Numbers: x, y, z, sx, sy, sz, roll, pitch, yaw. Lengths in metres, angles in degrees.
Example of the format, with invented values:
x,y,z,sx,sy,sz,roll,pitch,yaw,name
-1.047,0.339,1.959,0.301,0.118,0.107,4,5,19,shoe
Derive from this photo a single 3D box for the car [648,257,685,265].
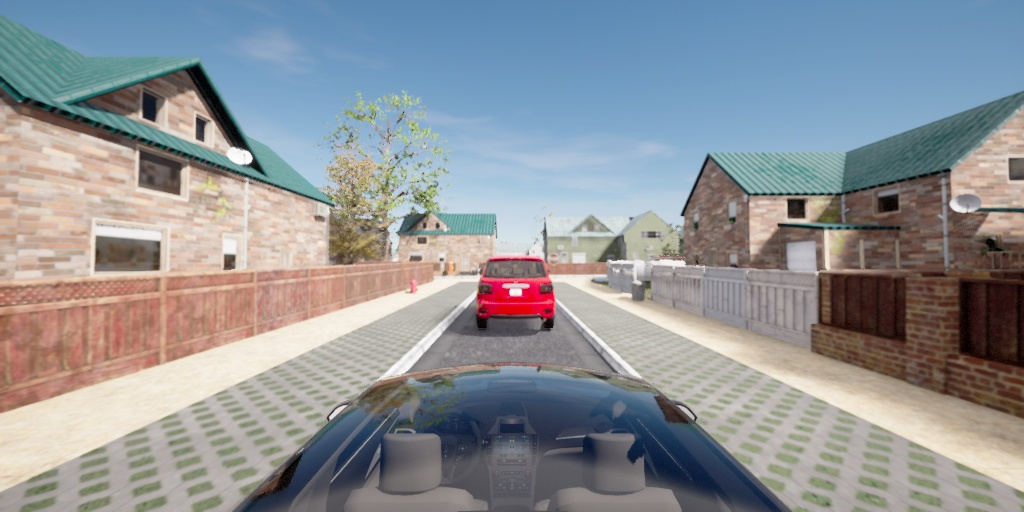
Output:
x,y,z,sx,sy,sz,roll,pitch,yaw,name
14.812,1.098,36.505,5.566,2.045,2.150,0,-2,1,car

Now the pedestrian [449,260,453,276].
x,y,z,sx,sy,sz,roll,pitch,yaw,name
-6.745,1.301,39.675,0.375,1.860,0.375,0,-1,1,pedestrian

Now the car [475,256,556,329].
x,y,z,sx,sy,sz,roll,pitch,yaw,name
0.085,1.020,11.577,2.150,2.045,5.566,0,-1,0,car
